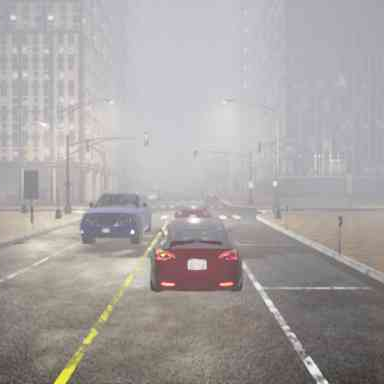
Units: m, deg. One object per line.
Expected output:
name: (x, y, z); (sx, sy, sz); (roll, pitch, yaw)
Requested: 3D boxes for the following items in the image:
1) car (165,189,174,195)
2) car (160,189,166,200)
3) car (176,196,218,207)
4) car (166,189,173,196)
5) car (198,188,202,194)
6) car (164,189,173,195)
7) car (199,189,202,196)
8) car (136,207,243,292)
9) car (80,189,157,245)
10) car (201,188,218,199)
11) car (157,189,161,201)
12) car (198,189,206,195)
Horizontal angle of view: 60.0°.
car: (-5.859, -0.029, 88.013); (2.008, 1.369, 4.403); (0, 1, 0)
car: (-5.891, 0.380, 53.963); (2.192, 1.841, 5.009); (0, 1, 0)
car: (0.055, 1.192, 18.545); (2.163, 1.488, 4.792); (0, 1, 0)
car: (-5.837, 0.184, 76.664); (1.887, 1.381, 4.507); (0, 1, 0)
car: (2.556, 0.062, 70.998); (2.192, 1.841, 5.009); (0, 1, 0)
car: (-5.848, 0.081, 82.339); (2.008, 1.369, 4.403); (0, 1, 0)
car: (2.687, 0.615, 53.983); (2.008, 1.369, 4.403); (0, 1, 0)
car: (0.083, 1.360, 8.552); (2.163, 1.488, 4.792); (0, 1, 0)
car: (-3.044, 0.983, 14.553); (2.150, 2.045, 5.566); (0, 1, 0)
car: (2.729, 0.608, 48.303); (1.967, 1.590, 4.097); (0, 1, 0)
car: (-5.911, 0.697, 48.119); (1.752, 1.417, 4.829); (0, 1, 0)
car: (2.521, -0.029, 88.022); (2.008, 1.369, 4.403); (0, 1, 0)
